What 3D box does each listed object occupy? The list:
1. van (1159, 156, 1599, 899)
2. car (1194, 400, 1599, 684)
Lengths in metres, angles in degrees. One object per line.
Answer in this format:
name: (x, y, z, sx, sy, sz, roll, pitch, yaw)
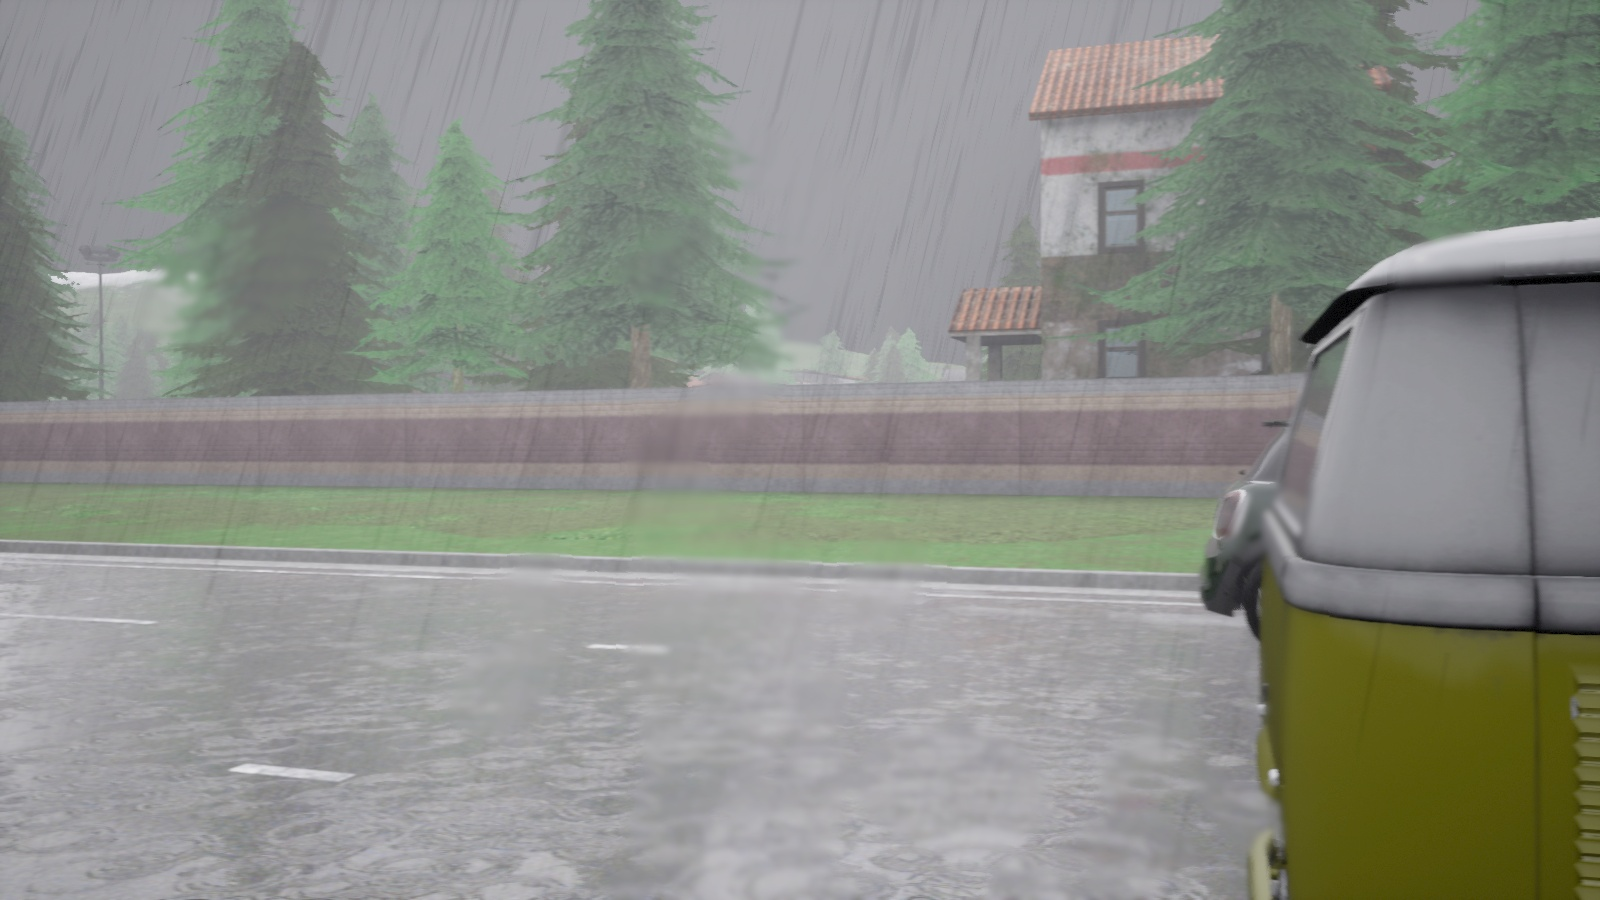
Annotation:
van: (2.975, 0.553, 2.188, 4.442, 1.987, 1.775, 0, 1, 19)
car: (5.186, 0.558, 8.832, 4.553, 1.767, 2.097, 0, 1, 19)
